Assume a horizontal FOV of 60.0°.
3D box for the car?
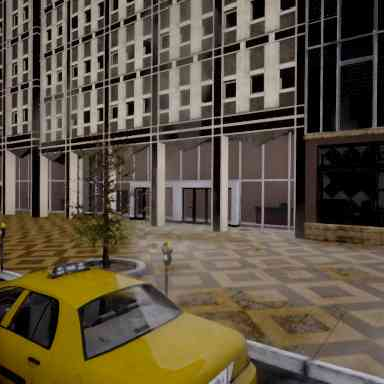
[{"bbox_3d":[-1.654,1.524,4.076,4.829,1.417,1.752,0,1,36],"label":"car"}]
